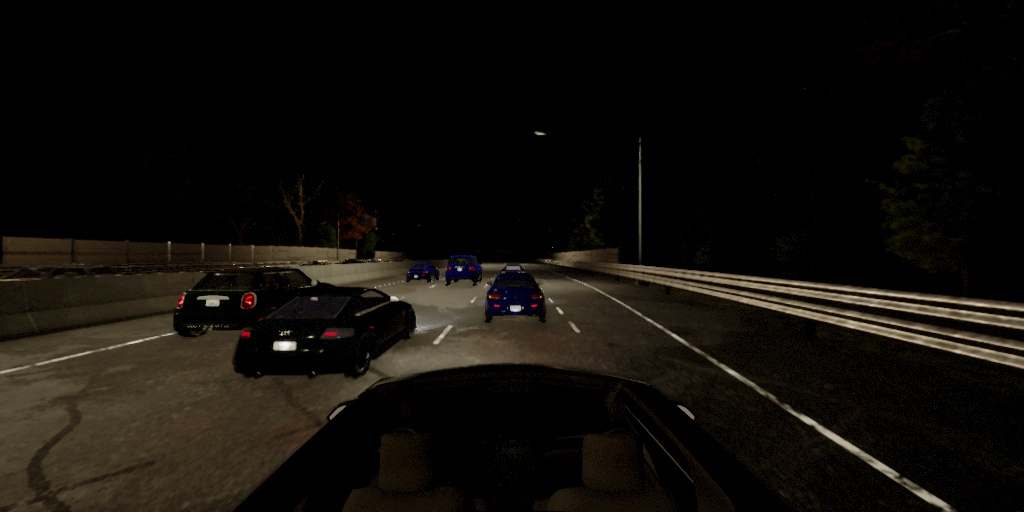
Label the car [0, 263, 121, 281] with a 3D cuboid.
[{"bbox_3d":[-17.602,1.108,13.599,2.097,1.767,4.553,0,0,0],"label":"car"}]

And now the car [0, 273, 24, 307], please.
[{"bbox_3d":[-21.103,1.356,12.450,1.895,1.301,4.718,0,0,0],"label":"car"}]

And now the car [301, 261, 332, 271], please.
[{"bbox_3d":[-28.069,1.405,51.574,1.895,1.301,4.718,0,0,0],"label":"car"}]

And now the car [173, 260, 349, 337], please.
[{"bbox_3d":[-6.904,1.106,10.391,2.097,1.767,4.553,0,0,0],"label":"car"}]

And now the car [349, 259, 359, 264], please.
[{"bbox_3d":[-24.562,1.287,54.787,1.882,1.535,5.008,0,0,1],"label":"car"}]

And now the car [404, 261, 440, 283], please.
[{"bbox_3d":[-6.906,1.294,28.061,1.812,1.442,4.674,0,0,0],"label":"car"}]

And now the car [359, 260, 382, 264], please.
[{"bbox_3d":[-21.060,1.335,54.682,1.812,1.442,4.674,0,0,1],"label":"car"}]

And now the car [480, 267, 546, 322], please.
[{"bbox_3d":[0.097,1.280,12.172,1.812,1.442,4.674,0,0,0],"label":"car"}]

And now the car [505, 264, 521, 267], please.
[{"bbox_3d":[0.095,1.332,27.668,1.994,1.385,4.181,0,0,0],"label":"car"}]

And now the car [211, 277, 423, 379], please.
[{"bbox_3d":[-3.403,1.316,7.377,1.994,1.385,4.181,0,0,0],"label":"car"}]

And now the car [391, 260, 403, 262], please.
[{"bbox_3d":[-17.575,1.287,54.829,1.882,1.535,5.008,0,0,0],"label":"car"}]

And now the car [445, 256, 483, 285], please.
[{"bbox_3d":[-3.406,0.988,26.084,2.150,2.045,5.566,0,0,0],"label":"car"}]
